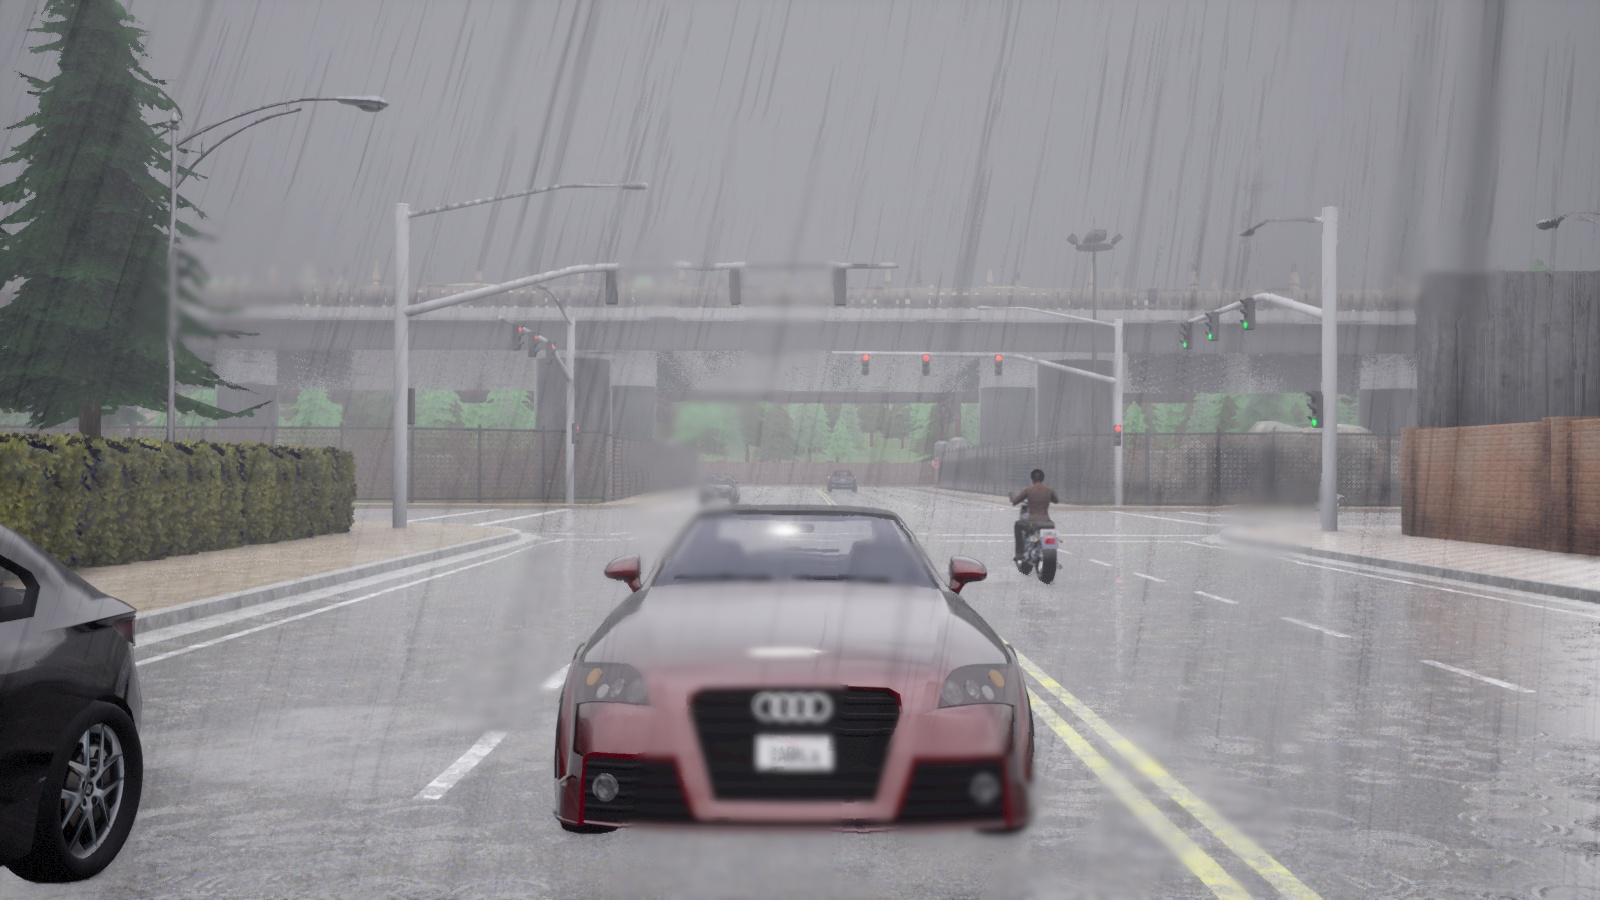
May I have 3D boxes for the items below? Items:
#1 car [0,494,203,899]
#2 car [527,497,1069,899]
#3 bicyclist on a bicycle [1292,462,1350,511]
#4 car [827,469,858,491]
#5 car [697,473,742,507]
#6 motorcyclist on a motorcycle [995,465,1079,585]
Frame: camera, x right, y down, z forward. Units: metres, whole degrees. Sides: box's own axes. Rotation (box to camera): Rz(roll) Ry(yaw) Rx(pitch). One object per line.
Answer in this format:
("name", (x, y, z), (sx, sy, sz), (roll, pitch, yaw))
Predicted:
("car", (-3.509, 0.899, 3.374), (1.816, 1.474, 4.193), (0, -1, 0))
("car", (-0.013, 0.991, 6.719), (1.994, 1.385, 4.181), (0, -1, 0))
("bicyclist on a bicycle", (18.956, 1.319, 45.688), (1.843, 1.776, 0.659), (0, -1, 0))
("car", (3.258, 2.272, 96.996), (2.242, 1.667, 4.611), (0, -1, 0))
("car", (-3.644, 1.808, 57.644), (1.816, 1.474, 4.193), (0, -1, 0))
("motorcyclist on a motorcycle", (3.453, 1.061, 18.506), (0.766, 1.649, 2.350), (0, -1, 0))
